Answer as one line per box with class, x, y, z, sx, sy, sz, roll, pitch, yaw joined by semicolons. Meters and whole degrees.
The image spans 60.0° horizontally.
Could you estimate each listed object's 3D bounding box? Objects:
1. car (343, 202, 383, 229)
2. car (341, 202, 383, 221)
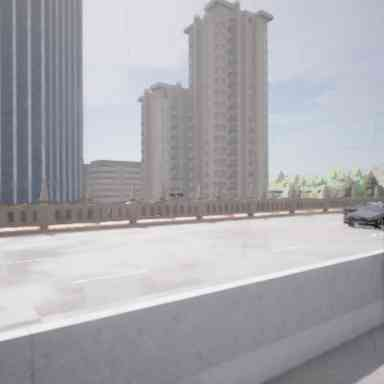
car;11.749;1.463;20.952;5.357;1.411;2.033;0;0;-35
car;14.392;1.501;27.130;4.718;1.301;1.895;0;0;-35
